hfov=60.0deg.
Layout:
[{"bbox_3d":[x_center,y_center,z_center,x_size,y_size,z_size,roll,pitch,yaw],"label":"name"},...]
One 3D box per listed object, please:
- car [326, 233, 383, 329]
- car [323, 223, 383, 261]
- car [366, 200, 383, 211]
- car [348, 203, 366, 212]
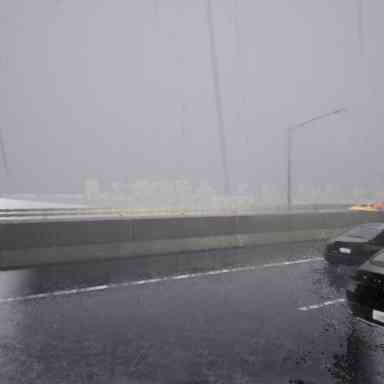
[{"bbox_3d":[4.882,1.592,6.009,4.892,1.490,1.837,1,-1,-29],"label":"car"},{"bbox_3d":[6.279,1.713,10.795,4.181,1.385,1.994,1,-1,-29],"label":"car"},{"bbox_3d":[21.449,1.724,35.291,5.566,2.045,2.150,1,-1,-28],"label":"car"},{"bbox_3d":[20.250,2.018,38.614,5.008,1.535,1.882,1,-1,-28],"label":"car"}]
